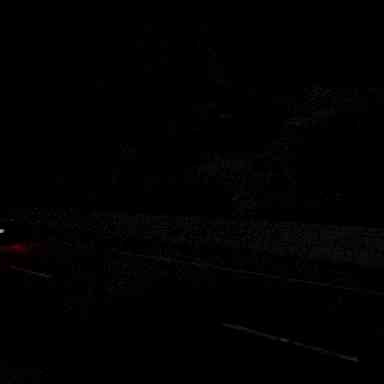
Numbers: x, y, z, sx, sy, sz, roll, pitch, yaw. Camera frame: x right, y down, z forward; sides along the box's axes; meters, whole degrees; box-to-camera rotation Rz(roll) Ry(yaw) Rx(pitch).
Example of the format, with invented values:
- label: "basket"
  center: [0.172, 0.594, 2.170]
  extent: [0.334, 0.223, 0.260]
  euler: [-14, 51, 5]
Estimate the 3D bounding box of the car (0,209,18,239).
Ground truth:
- label: "car"
  center: [-10.008, 1.419, 15.463]
  extent: [4.902, 1.511, 2.128]
  euler: [1, 0, 36]
